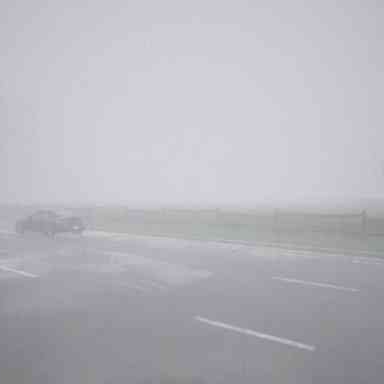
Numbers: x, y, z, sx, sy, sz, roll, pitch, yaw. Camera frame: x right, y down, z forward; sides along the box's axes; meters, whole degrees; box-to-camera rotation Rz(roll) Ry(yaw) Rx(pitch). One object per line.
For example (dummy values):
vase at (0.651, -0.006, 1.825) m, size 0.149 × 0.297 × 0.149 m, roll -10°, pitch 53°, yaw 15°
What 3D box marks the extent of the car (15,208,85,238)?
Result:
car at (-7.732, 1.615, 18.114) m, size 4.674 × 1.442 × 1.812 m, roll 0°, pitch 0°, yaw 36°
